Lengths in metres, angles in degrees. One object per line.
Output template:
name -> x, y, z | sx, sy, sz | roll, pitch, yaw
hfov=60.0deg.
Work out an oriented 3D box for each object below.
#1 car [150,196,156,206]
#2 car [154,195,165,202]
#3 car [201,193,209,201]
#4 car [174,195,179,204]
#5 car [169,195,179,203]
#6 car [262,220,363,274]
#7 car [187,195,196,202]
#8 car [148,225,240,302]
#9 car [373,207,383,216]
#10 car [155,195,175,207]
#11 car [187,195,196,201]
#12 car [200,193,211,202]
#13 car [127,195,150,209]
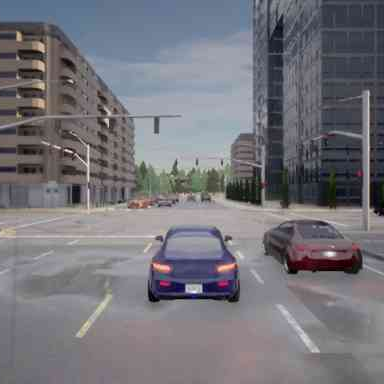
car -> -7.492, 1.342, 54.240 | 2.097, 1.767, 4.553 | 0, 0, 0
car -> -7.208, 1.456, 74.962 | 1.882, 1.535, 5.008 | 0, 0, 1
car -> 3.427, 1.209, 87.844 | 2.150, 2.045, 5.566 | 0, 0, 1
car -> -3.932, 1.589, 60.085 | 1.895, 1.301, 4.718 | 0, 0, 1
car -> -3.755, 1.465, 70.435 | 1.882, 1.535, 5.008 | 0, 0, 1
car -> 3.552, 1.562, 10.538 | 1.994, 1.385, 4.181 | 0, 0, 0
car -> -0.180, 1.525, 77.472 | 2.033, 1.411, 5.357 | 0, 0, 1
car -> 0.044, 1.524, 8.114 | 1.812, 1.442, 4.674 | 0, 0, 0
car -> 19.447, 1.650, 30.726 | 4.718, 1.301, 1.895 | 0, 0, 0
car -> -4.009, 1.591, 50.032 | 1.895, 1.301, 4.718 | 0, 0, 0
car -> -0.074, 1.509, 87.816 | 2.128, 1.511, 4.902 | 0, 0, 1
car -> 3.321, 1.341, 77.681 | 2.097, 1.767, 4.553 | 0, 0, 1
car -> -7.486, 1.343, 45.631 | 2.097, 1.767, 4.553 | 0, 0, 0
